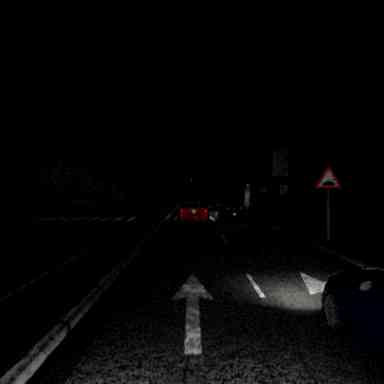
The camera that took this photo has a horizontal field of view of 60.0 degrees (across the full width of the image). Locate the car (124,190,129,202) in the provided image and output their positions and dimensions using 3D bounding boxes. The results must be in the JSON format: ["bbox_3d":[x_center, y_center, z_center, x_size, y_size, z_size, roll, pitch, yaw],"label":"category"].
[{"bbox_3d":[-13.827,1.007,55.324,5.566,2.045,2.435,-1,1,-20],"label":"car"}]

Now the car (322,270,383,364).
[{"bbox_3d":[3.101,1.519,3.703,1.812,1.442,4.674,0,0,0],"label":"car"}]

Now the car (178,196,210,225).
[{"bbox_3d":[0.114,1.287,23.574,2.097,1.767,4.553,0,0,0],"label":"car"}]

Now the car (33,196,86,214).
[{"bbox_3d":[-13.798,1.426,34.329,4.792,1.488,2.163,-1,0,-20],"label":"car"}]

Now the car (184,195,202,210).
[{"bbox_3d":[0.126,1.234,41.229,2.097,1.767,4.553,0,0,0],"label":"car"}]

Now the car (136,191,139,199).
[{"bbox_3d":[-13.786,1.117,67.350,4.674,1.452,2.002,-1,1,-20],"label":"car"}]

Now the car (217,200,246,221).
[{"bbox_3d":[3.115,1.418,26.770,2.128,1.511,4.902,0,0,0],"label":"car"}]

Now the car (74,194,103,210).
[{"bbox_3d":[-13.988,1.375,40.253,5.366,1.575,1.946,-1,1,-20],"label":"car"}]

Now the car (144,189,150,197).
[{"bbox_3d":[-13.748,0.602,79.363,5.566,2.045,2.435,-1,1,-20],"label":"car"}]

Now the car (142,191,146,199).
[{"bbox_3d":[-13.746,0.937,76.365,4.792,1.488,2.163,-1,1,-20],"label":"car"}]

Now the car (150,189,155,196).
[{"bbox_3d":[-13.782,0.403,91.331,5.566,2.045,2.435,-1,1,-20],"label":"car"}]

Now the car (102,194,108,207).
[{"bbox_3d":[-13.817,1.401,43.326,4.674,1.452,2.002,-1,0,-20],"label":"car"}]

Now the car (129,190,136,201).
[{"bbox_3d":[-13.819,1.003,64.337,4.553,1.767,2.185,-1,1,-20],"label":"car"}]

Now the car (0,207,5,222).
[{"bbox_3d":[-13.837,1.481,19.305,4.674,1.452,2.002,-1,0,-20],"label":"car"}]

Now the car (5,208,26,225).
[{"bbox_3d":[-13.812,1.461,22.323,4.792,1.488,2.163,-1,0,-20],"label":"car"}]

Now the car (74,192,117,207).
[{"bbox_3d":[-13.787,1.094,46.344,5.566,2.045,2.435,-1,0,-20],"label":"car"}]

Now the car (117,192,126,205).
[{"bbox_3d":[-13.630,1.285,52.399,5.366,1.575,1.946,-1,0,-20],"label":"car"}]

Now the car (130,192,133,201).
[{"bbox_3d":[-13.793,1.219,61.351,4.674,1.452,2.002,-1,1,-20],"label":"car"}]
